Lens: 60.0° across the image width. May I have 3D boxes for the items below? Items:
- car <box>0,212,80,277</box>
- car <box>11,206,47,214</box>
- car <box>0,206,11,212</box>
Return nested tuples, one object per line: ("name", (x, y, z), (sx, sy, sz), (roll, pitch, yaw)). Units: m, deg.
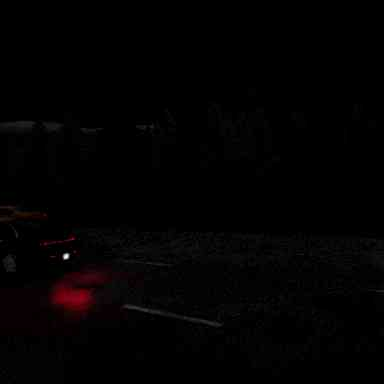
("car", (-5.772, 1.545, 10.226), (4.892, 1.490, 1.837), (0, 0, 22))
("car", (-10.841, 1.551, 19.273), (5.008, 1.535, 1.882), (0, 0, 13))
("car", (-11.679, 1.575, 15.878), (4.902, 1.511, 2.128), (0, 0, 13))
